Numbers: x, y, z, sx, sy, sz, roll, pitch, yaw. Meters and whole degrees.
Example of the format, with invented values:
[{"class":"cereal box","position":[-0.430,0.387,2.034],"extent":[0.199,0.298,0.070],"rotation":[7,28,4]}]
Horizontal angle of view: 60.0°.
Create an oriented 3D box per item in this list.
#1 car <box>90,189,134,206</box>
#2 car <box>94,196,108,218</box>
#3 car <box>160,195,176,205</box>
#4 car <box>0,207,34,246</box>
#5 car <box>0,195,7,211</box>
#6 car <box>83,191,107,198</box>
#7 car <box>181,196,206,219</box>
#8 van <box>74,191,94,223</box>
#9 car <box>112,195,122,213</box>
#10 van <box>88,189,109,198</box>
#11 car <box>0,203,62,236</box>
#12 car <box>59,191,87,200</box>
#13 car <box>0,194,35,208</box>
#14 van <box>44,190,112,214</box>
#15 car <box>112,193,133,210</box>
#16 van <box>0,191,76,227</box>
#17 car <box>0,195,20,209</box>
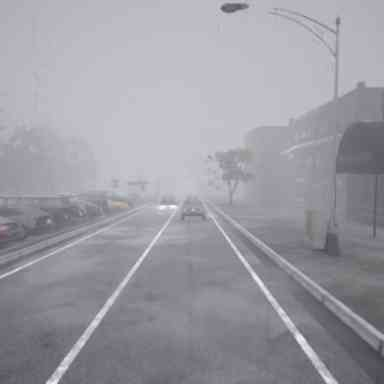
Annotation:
[{"class":"car","position":[-8.962,0.870,35.111],"extent":[5.566,2.045,2.435],"rotation":[0,1,0]},{"class":"car","position":[-8.968,1.274,23.903],"extent":[5.008,1.535,2.097],"rotation":[0,1,0]},{"class":"car","position":[-3.340,1.078,46.818],"extent":[1.895,1.301,4.718],"rotation":[0,1,0]},{"class":"car","position":[-8.954,1.444,12.684],"extent":[4.674,1.452,2.002],"rotation":[0,0,0]},{"class":"car","position":[-22.075,1.135,34.226],"extent":[4.892,1.521,2.231],"rotation":[0,1,0]},{"class":"car","position":[-22.161,0.607,75.855],"extent":[4.792,1.488,2.163],"rotation":[0,1,0]},{"class":"car","position":[0.096,1.294,25.927],"extent":[2.033,1.411,5.357],"rotation":[0,1,0]},{"class":"van","position":[-8.853,1.085,21.093],"extent":[4.442,1.987,1.878],"rotation":[0,1,0]},{"class":"car","position":[-8.985,1.238,29.509],"extent":[4.674,1.452,2.002],"rotation":[0,1,0]},{"class":"van","position":[-22.018,0.316,78.625],"extent":[4.442,1.987,1.878],"rotation":[0,1,0]},{"class":"car","position":[-8.990,1.407,15.491],"extent":[4.792,1.488,2.163],"rotation":[0,1,0]},{"class":"car","position":[-22.142,0.633,61.977],"extent":[4.553,1.767,2.185],"rotation":[0,1,0]},{"class":"car","position":[-21.891,1.056,39.776],"extent":[5.366,1.575,1.946],"rotation":[0,1,0]},{"class":"van","position":[-9.095,1.010,26.702],"extent":[4.442,1.987,1.878],"rotation":[0,1,0]},{"class":"car","position":[-8.801,1.156,32.312],"extent":[5.366,1.575,1.946],"rotation":[0,1,0]},{"class":"van","position":[-9.082,1.118,18.291],"extent":[4.442,1.987,1.878],"rotation":[0,1,0]},{"class":"car","position":[-22.102,1.126,37.001],"extent":[4.792,1.488,2.163],"rotation":[0,1,0]}]
